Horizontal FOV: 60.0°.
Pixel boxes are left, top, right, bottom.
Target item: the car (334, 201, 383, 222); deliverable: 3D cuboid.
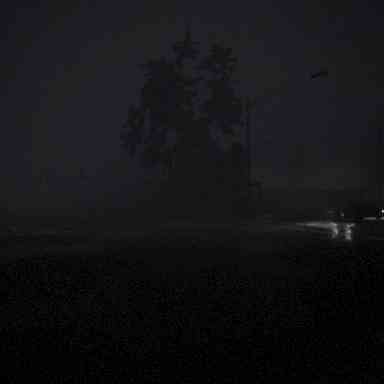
[{"bbox_3d":[13.212,1.450,26.210,4.902,1.511,2.128,0,0,-35],"label":"car"}]
